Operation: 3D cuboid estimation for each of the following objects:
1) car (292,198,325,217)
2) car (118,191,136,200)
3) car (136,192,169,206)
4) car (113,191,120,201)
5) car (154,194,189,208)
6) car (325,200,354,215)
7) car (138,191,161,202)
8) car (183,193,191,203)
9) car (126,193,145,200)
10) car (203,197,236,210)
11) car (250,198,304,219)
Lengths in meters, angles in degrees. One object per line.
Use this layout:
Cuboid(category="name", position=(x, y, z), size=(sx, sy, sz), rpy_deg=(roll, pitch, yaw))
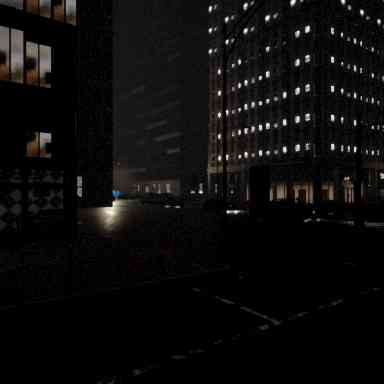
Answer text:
Cuboid(category="car", position=(8.292, 1.298, 28.268), size=(2.128, 1.511, 4.902), rpy_deg=(0, 1, -32))
Cuboid(category="car", position=(-13.144, 0.876, 65.716), size=(1.994, 1.385, 4.181), rpy_deg=(0, 1, -36))
Cuboid(category="car", position=(-5.459, 1.094, 44.996), size=(1.752, 1.417, 4.829), rpy_deg=(1, 0, -33))
Cuboid(category="car", position=(-15.008, 0.919, 58.874), size=(1.887, 1.381, 4.507), rpy_deg=(1, 0, -35))
Cuboid(category="car", position=(-2.509, 1.211, 40.500), size=(1.802, 1.307, 4.206), rpy_deg=(1, 0, -33))
Cuboid(category="car", position=(13.007, 1.377, 31.239), size=(1.802, 1.307, 4.206), rpy_deg=(1, 0, -32))
Cuboid(category="car", position=(-7.324, 0.779, 57.543), size=(2.097, 1.767, 4.553), rpy_deg=(0, 1, -35))
Cuboid(category="car", position=(-1.892, 0.926, 54.336), size=(1.967, 1.590, 4.097), rpy_deg=(1, 0, -35))
Cuboid(category="car", position=(-11.540, 0.864, 67.781), size=(1.947, 1.339, 4.313), rpy_deg=(1, 0, -36))
Cuboid(category="car", position=(2.990, 1.259, 36.653), size=(1.994, 1.385, 4.181), rpy_deg=(0, 1, -33))
Cuboid(category="car", position=(6.389, 1.399, 26.546), size=(1.802, 1.307, 4.206), rpy_deg=(1, 0, -32))
